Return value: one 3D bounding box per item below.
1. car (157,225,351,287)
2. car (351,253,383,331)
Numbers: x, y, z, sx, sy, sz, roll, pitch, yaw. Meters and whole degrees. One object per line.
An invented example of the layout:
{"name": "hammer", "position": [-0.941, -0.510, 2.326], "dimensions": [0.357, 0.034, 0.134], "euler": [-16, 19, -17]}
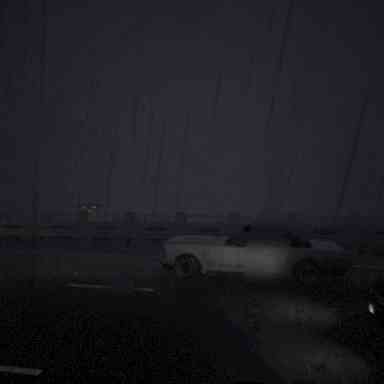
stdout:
{"name": "car", "position": [1.526, 1.552, 8.854], "dimensions": [4.718, 1.301, 1.895], "euler": [0, 0, 11]}
{"name": "car", "position": [5.014, 1.518, 4.602], "dimensions": [4.674, 1.442, 1.812], "euler": [0, 0, 11]}
